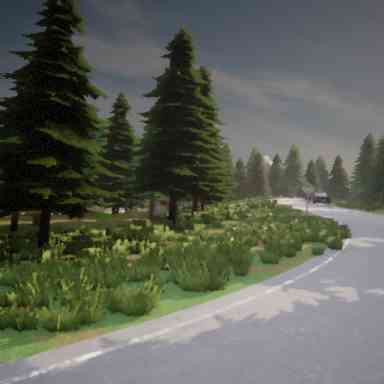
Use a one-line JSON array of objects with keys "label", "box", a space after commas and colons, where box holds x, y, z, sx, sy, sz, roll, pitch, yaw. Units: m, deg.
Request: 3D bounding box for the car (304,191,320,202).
[{"label": "car", "box": [18.147, 0.586, 50.060, 1.837, 1.490, 4.892, 2, 2, 25]}]

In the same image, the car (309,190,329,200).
[{"label": "car", "box": [21.040, 0.452, 54.996, 1.801, 1.575, 5.366, 1, 1, 36]}]

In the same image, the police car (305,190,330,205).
[{"label": "police car", "box": [15.665, 0.699, 41.316, 1.930, 1.638, 5.238, 3, 2, 7]}]
